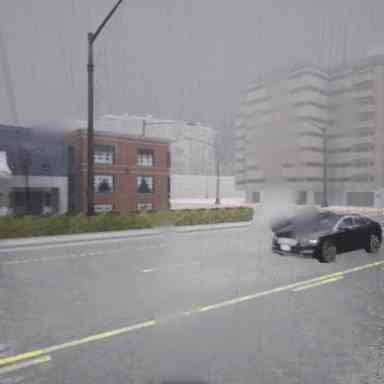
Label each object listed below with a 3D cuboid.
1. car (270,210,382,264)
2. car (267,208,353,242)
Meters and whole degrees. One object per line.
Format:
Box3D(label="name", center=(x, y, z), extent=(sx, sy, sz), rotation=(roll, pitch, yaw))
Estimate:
Box3D(label="car", center=(4.920, 1.489, 11.872), extent=(4.902, 1.511, 2.128), rotation=(0, 0, -36))
Box3D(label="car", center=(6.155, 1.596, 17.095), extent=(4.718, 1.301, 1.895), rotation=(0, 0, -37))
